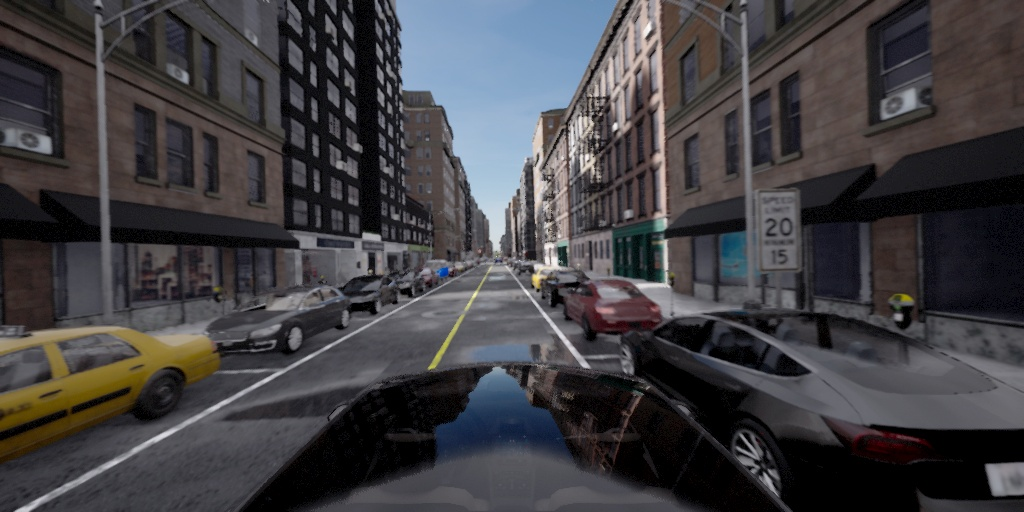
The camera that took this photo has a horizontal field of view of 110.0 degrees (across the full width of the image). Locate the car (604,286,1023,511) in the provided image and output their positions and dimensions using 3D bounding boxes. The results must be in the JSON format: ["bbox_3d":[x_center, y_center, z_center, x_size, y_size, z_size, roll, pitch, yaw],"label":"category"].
[{"bbox_3d":[2.664,1.233,4.009,1.948,1.339,4.313,0,0,-2],"label":"car"}]

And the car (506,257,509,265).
[{"bbox_3d":[0.540,1.228,58.094,1.948,1.339,4.313,0,0,-2],"label":"car"}]

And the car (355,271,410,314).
[{"bbox_3d":[-5.776,1.476,14.521,1.948,1.339,4.313,0,0,-2],"label":"car"}]

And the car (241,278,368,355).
[{"bbox_3d":[-5.564,1.460,9.112,2.007,1.370,4.403,0,0,-2],"label":"car"}]

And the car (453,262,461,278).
[{"bbox_3d":[-6.626,1.348,36.155,1.967,1.591,4.097,0,0,-2],"label":"car"}]

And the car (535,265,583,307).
[{"bbox_3d":[2.239,1.234,14.826,1.948,1.339,4.313,0,0,-2],"label":"car"}]

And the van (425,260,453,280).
[{"bbox_3d":[-6.413,1.250,30.746,1.690,1.789,3.998,0,0,-2],"label":"van"}]

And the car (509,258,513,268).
[{"bbox_3d":[0.965,1.215,47.277,2.007,1.370,4.403,0,0,-2],"label":"car"}]

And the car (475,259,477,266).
[{"bbox_3d":[-7.688,1.485,63.197,1.802,1.307,4.207,0,0,-2],"label":"car"}]

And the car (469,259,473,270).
[{"bbox_3d":[-7.263,1.471,52.380,1.948,1.339,4.313,0,0,-2],"label":"car"}]

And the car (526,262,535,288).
[{"bbox_3d":[2.020,1.194,20.404,1.751,1.417,4.829,0,0,-2],"label":"car"}]

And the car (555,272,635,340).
[{"bbox_3d":[2.452,1.250,9.418,1.802,1.307,4.207,0,0,-2],"label":"car"}]

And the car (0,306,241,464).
[{"bbox_3d":[-5.345,1.434,3.533,1.751,1.417,4.829,0,0,-2],"label":"car"}]

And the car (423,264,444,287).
[{"bbox_3d":[-6.201,1.492,25.338,1.802,1.307,4.207,0,0,-2],"label":"car"}]

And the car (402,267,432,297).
[{"bbox_3d":[-5.989,1.476,19.929,1.948,1.339,4.313,0,0,-2],"label":"car"}]

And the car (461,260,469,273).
[{"bbox_3d":[-7.044,1.432,46.802,1.751,1.417,4.829,0,0,-2],"label":"car"}]

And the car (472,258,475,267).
[{"bbox_3d":[-7.469,1.430,57.619,1.751,1.417,4.829,0,0,-2],"label":"car"}]

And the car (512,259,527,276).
[{"bbox_3d":[1.390,1.217,36.460,2.007,1.370,4.403,0,0,-2],"label":"car"}]
